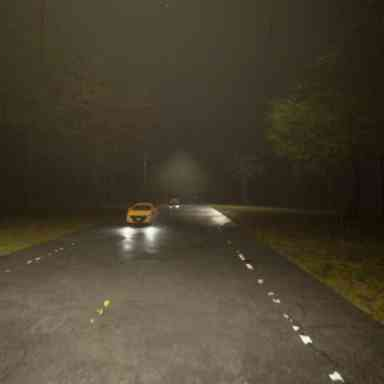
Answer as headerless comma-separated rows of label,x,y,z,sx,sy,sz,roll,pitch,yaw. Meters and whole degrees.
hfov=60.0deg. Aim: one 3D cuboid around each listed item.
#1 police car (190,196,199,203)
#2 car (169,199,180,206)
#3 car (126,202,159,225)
police car,1.022,2.175,95.674,1.930,1.638,5.238,0,-1,0
car,-3.526,2.009,66.257,1.994,1.385,4.181,0,-1,0
car,-3.606,1.573,24.892,1.882,1.535,5.008,0,0,0
